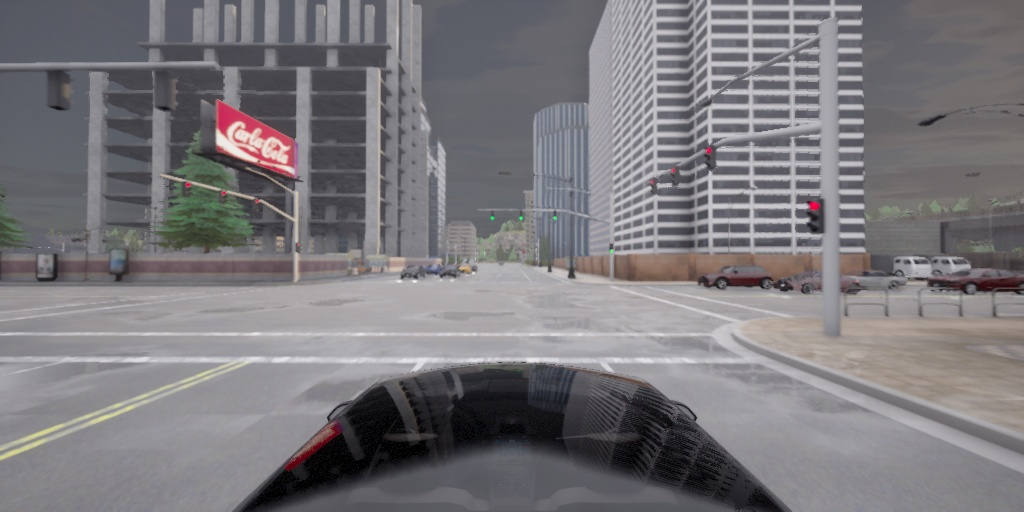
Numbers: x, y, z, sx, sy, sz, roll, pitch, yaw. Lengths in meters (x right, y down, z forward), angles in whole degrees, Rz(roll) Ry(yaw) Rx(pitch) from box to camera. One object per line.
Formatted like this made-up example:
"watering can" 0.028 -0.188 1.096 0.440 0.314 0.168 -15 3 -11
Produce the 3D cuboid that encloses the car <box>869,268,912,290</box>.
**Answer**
"car" 24.572 1.662 25.232 4.718 1.301 1.895 0 -1 0

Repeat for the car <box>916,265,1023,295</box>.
"car" 28.248 1.494 21.739 5.008 1.535 1.882 0 -1 0

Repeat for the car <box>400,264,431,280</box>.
"car" -10.555 1.734 38.678 1.837 1.490 4.892 0 -1 0

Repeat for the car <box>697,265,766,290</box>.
"car" 15.578 1.411 25.204 4.553 1.767 2.097 0 -1 0

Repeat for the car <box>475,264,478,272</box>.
"car" -6.943 2.088 62.479 2.033 1.411 5.357 0 -1 0

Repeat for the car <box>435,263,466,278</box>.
"car" -7.053 1.816 41.619 2.033 1.411 5.357 0 -1 0

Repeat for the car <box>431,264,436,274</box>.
"car" -10.537 1.831 48.173 1.882 1.535 5.008 0 -1 0

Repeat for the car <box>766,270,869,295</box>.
"car" 18.361 1.578 21.712 4.181 1.385 1.994 0 -1 0

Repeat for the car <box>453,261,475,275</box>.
"car" -7.024 1.881 51.929 1.882 1.535 5.008 0 -1 0
